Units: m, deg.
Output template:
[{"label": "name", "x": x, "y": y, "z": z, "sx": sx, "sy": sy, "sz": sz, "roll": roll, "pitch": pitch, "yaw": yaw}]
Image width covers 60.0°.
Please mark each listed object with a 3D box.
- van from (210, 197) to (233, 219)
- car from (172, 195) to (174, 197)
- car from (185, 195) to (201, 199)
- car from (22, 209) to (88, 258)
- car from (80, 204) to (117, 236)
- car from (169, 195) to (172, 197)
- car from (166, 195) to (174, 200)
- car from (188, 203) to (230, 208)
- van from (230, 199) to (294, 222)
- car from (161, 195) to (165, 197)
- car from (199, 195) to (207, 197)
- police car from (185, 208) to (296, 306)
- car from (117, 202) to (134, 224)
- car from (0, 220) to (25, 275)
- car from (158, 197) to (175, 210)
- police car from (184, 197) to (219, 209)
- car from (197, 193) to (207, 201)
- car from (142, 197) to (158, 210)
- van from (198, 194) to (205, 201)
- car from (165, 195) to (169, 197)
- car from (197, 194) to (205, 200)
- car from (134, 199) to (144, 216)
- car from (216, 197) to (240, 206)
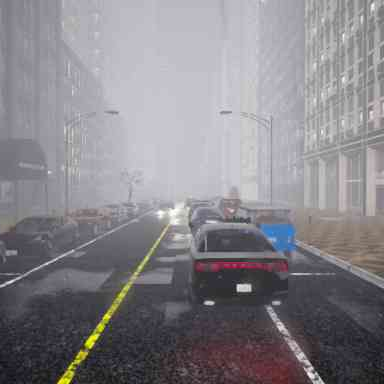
[{"label": "van", "x": 2.590, "y": 1.334, "z": 29.826, "sx": 1.690, "sy": 1.788, "sz": 3.998, "roll": -1, "pitch": 0, "yaw": 0}, {"label": "car", "x": -5.944, "y": 1.504, "z": 80.784, "sx": 1.752, "sy": 1.417, "sz": 4.829, "roll": -1, "pitch": 0, "yaw": 0}, {"label": "car", "x": -0.126, "y": 1.537, "z": 45.240, "sx": 2.033, "sy": 1.411, "sz": 5.357, "roll": 0, "pitch": 0, "yaw": 0}, {"label": "car", "x": -5.736, "y": 1.563, "z": 12.750, "sx": 1.947, "sy": 1.339, "sz": 4.313, "roll": -1, "pitch": 0, "yaw": 0}, {"label": "car", "x": -5.754, "y": 1.540, "z": 18.433, "sx": 1.887, "sy": 1.381, "sz": 4.507, "roll": -1, "pitch": 0, "yaw": 0}, {"label": "car", "x": -5.911, "y": 1.422, "z": 69.586, "sx": 1.967, "sy": 1.590, "sz": 4.097, "roll": -1, "pitch": 0, "yaw": 0}, {"label": "car", "x": -5.980, "y": 1.540, "z": 92.321, "sx": 1.947, "sy": 1.339, "sz": 4.313, "roll": -1, "pitch": 0, "yaw": 0}, {"label": "car", "x": 0.845, "y": 1.522, "z": 18.117, "sx": 1.812, "sy": 1.442, "sz": 4.674, "roll": 0, "pitch": 0, "yaw": 0}, {"label": "van", "x": 2.642, "y": 1.338, "z": 12.775, "sx": 1.690, "sy": 1.788, "sz": 3.998, "roll": -1, "pitch": 0, "yaw": 0}, {"label": "car", "x": -5.858, "y": 1.538, "z": 52.535, "sx": 2.008, "sy": 1.369, "sz": 4.403, "roll": -1, "pitch": 0, "yaw": 0}, {"label": "car", "x": 2.523, "y": 1.538, "z": 52.560, "sx": 2.008, "sy": 1.369, "sz": 4.403, "roll": -1, "pitch": 0, "yaw": 0}, {"label": "police car", "x": 0.875, "y": 1.423, "z": 8.226, "sx": 1.930, "sy": 1.638, "sz": 5.238, "roll": 0, "pitch": 0, "yaw": 0}, {"label": "car", "x": -5.772, "y": 1.545, "z": 24.117, "sx": 2.008, "sy": 1.369, "sz": 4.403, "roll": -1, "pitch": 0, "yaw": 0}, {"label": "car", "x": -5.719, "y": 1.549, "z": 7.066, "sx": 2.008, "sy": 1.369, "sz": 4.403, "roll": -1, "pitch": 0, "yaw": 0}, {"label": "car", "x": -3.125, "y": 1.591, "z": 42.000, "sx": 1.895, "sy": 1.301, "sz": 4.718, "roll": 0, "pitch": 0, "yaw": 0}, {"label": "police car", "x": 0.693, "y": 1.419, "z": 24.250, "sx": 1.930, "sy": 1.638, "sz": 5.238, "roll": 0, "pitch": 0, "yaw": 1}, {"label": "car", "x": 2.433, "y": 1.293, "z": 80.979, "sx": 2.192, "sy": 1.841, "sz": 5.009, "roll": -1, "pitch": 0, "yaw": 0}, {"label": "car", "x": -5.823, "y": 1.541, "z": 41.168, "sx": 2.008, "sy": 1.369, "sz": 4.403, "roll": -1, "pitch": 0, "yaw": 0}, {"label": "van", "x": 2.416, "y": 1.317, "z": 86.663, "sx": 1.690, "sy": 1.788, "sz": 3.998, "roll": -1, "pitch": 0, "yaw": 0}, {"label": "car", "x": -5.893, "y": 1.566, "z": 63.902, "sx": 1.802, "sy": 1.307, "sz": 4.206, "roll": -1, "pitch": 0, "yaw": 0}, {"label": "car", "x": 2.400, "y": 1.414, "z": 92.346, "sx": 1.967, "sy": 1.590, "sz": 4.097, "roll": -1, "pitch": 0, "yaw": 0}, {"label": "car", "x": -5.788, "y": 1.575, "z": 29.801, "sx": 1.802, "sy": 1.307, "sz": 4.206, "roll": -1, "pitch": 0, "yaw": 0}, {"label": "car", "x": 2.607, "y": 1.309, "z": 24.143, "sx": 2.192, "sy": 1.841, "sz": 5.009, "roll": -1, "pitch": 0, "yaw": 0}]
